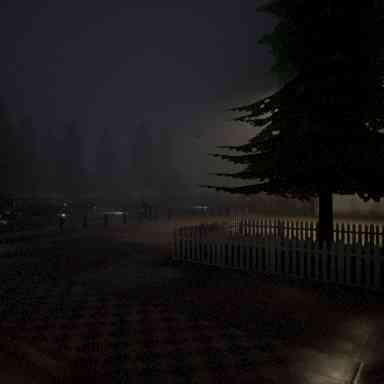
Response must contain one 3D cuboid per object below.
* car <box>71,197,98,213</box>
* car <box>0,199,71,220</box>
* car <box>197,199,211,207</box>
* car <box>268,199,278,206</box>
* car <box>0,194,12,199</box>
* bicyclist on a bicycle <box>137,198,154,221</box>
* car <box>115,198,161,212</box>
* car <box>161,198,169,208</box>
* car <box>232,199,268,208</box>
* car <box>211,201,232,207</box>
[{"bbox_3d":[-12.623,1.352,36.470,2.097,1.767,4.553,0,0,36],"label":"car"},{"bbox_3d":[-13.737,1.547,28.882,2.033,1.411,5.357,0,0,35],"label":"car"},{"bbox_3d":[2.880,1.548,52.069,2.033,1.411,5.357,0,0,36],"label":"car"},{"bbox_3d":[14.267,1.547,55.774,2.033,1.411,5.357,0,0,36],"label":"car"},{"bbox_3d":[-18.224,1.222,28.617,2.150,2.045,5.566,0,0,35],"label":"car"},{"bbox_3d":[-3.433,1.302,24.414,1.656,1.620,0.582,0,0,35],"label":"bicyclist on a bicycle"},{"bbox_3d":[-6.467,1.548,39.078,2.033,1.411,5.357,0,0,35],"label":"car"},{"bbox_3d":[-5.095,1.526,47.008,1.812,1.442,4.674,0,0,36],"label":"car"},{"bbox_3d":[8.356,1.221,47.473,2.150,2.045,5.566,0,0,36],"label":"car"},{"bbox_3d":[5.088,1.564,48.990,1.994,1.385,4.181,0,0,35],"label":"car"}]
